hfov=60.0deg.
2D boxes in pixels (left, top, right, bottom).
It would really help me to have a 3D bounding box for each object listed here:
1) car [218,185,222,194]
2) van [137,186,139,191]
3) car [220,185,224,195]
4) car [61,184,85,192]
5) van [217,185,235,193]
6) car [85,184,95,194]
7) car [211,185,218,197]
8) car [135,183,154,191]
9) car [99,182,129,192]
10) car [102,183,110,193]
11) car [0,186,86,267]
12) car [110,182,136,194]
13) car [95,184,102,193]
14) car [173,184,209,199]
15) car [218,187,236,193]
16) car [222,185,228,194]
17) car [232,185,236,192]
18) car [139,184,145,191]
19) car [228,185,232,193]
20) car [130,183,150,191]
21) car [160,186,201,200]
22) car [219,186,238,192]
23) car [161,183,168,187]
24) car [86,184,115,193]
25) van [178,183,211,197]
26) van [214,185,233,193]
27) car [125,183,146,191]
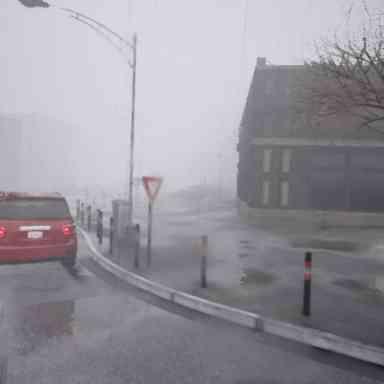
[{"bbox_3d":[2.563,-0.021,63.771,5.008,1.535,2.097,2,2,15],"label":"car"},{"bbox_3d":[-15.007,-1.169,75.769,4.442,1.987,1.878,2,2,14],"label":"van"},{"bbox_3d":[3.243,-0.088,66.336,4.892,1.521,2.231,2,2,15],"label":"car"},{"bbox_3d":[-20.636,-0.536,54.442,4.553,1.767,2.185,2,2,14],"label":"car"},{"bbox_3d":[8.959,-0.871,87.809,4.442,1.987,1.878,2,2,15],"label":"van"},{"bbox_3d":[-19.981,-0.472,57.128,5.008,1.535,2.097,2,2,14],"label":"car"},{"bbox_3d":[1.870,-0.069,60.949,4.553,1.767,2.185,2,2,15],"label":"car"},{"bbox_3d":[-12.322,-1.346,86.466,4.553,1.767,2.185,2,2,14],"label":"car"},{"bbox_3d":[-16.532,-1.059,70.469,5.566,2.045,2.435,2,2,14],"label":"car"},{"bbox_3d":[-18.557,-0.723,62.450,4.553,1.767,2.185,2,2,14],"label":"car"},{"bbox_3d":[-4.980,0.970,10.064,2.150,2.045,5.566,1,2,-30],"label":"car"},{"bbox_3d":[-13.305,-0.760,64.395,2.150,2.045,5.566,2,2,15],"label":"car"},{"bbox_3d":[-19.282,-0.495,59.794,4.674,1.452,2.002,2,2,14],"label":"car"},{"bbox_3d":[-0.232,0.133,52.876,4.553,1.767,2.185,2,2,15],"label":"car"},{"bbox_3d":[9.567,-0.678,90.657,4.674,1.452,2.002,2,2,15],"label":"car"},{"bbox_3d":[3.972,-0.412,69.009,5.566,2.045,2.435,2,2,15],"label":"car"},{"bbox_3d":[7.473,-0.766,82.453,5.566,2.045,2.435,2,2,15],"label":"car"},{"bbox_3d":[-14.439,-1.018,78.476,5.008,1.535,2.097,2,2,14],"label":"car"},{"bbox_3d":[5.349,-0.561,74.523,5.566,2.045,2.435,2,2,15],"label":"car"},{"bbox_3d":[-13.075,-1.281,83.813,4.553,1.767,2.185,2,2,14],"label":"car"},{"bbox_3d":[-1.664,0.397,47.637,4.792,1.488,2.163,2,2,15],"label":"car"},{"bbox_3d":[10.209,-0.751,93.232,4.792,1.488,2.163,2,2,15],"label":"car"},{"bbox_3d":[-10.272,-1.414,94.480,4.892,1.521,2.231,2,2,14],"label":"car"},{"bbox_3d":[-17.903,-0.665,65.137,4.892,1.521,2.231,2,2,14],"label":"car"},{"bbox_3d":[0.360,-0.037,55.724,4.442,1.987,1.878,2,2,15],"label":"van"},{"bbox_3d":[8.033,-0.814,85.180,4.442,1.987,1.878,2,2,15],"label":"van"},{"bbox_3d":[-13.768,-1.213,81.146,4.553,1.767,2.185,2,2,14],"label":"car"}]
